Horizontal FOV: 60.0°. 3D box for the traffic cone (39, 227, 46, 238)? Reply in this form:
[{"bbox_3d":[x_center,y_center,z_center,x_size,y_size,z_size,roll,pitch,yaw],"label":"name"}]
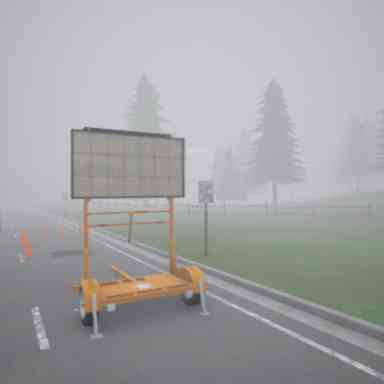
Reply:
[{"bbox_3d":[-8.105,2.180,18.047,0.340,0.580,0.340,0,-1,-29],"label":"traffic cone"}]

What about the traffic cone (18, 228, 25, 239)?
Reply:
[{"bbox_3d":[-7.997,2.160,15.813,0.340,0.580,0.340,0,-1,-29],"label":"traffic cone"}]

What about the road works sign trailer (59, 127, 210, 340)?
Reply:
[{"bbox_3d":[-1.325,0.534,6.966,2.380,3.560,2.880,0,-1,-29],"label":"road works sign trailer"}]

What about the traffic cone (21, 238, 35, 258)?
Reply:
[{"bbox_3d":[-6.037,2.113,12.327,0.340,0.580,0.340,0,-1,-29],"label":"traffic cone"}]

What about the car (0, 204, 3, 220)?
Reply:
[{"bbox_3d":[-20.565,2.020,34.081,2.033,1.411,5.357,0,-1,-30],"label":"car"}]

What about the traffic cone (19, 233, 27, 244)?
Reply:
[{"bbox_3d":[-7.017,2.137,14.070,0.340,0.580,0.340,0,-1,-29],"label":"traffic cone"}]

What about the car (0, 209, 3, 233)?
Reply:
[{"bbox_3d":[-13.435,1.780,21.580,1.882,1.535,5.008,0,0,-29],"label":"car"}]
